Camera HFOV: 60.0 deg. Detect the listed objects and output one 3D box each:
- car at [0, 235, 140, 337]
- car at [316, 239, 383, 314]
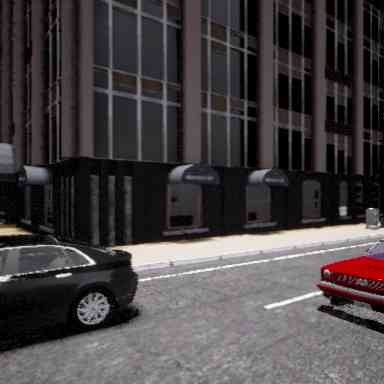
[{"bbox_3d":[-3.254,1.510,5.355,4.892,1.490,1.837,1,-1,-35],"label":"car"},{"bbox_3d":[4.767,1.683,7.083,4.718,1.301,1.895,1,0,-35],"label":"car"}]
